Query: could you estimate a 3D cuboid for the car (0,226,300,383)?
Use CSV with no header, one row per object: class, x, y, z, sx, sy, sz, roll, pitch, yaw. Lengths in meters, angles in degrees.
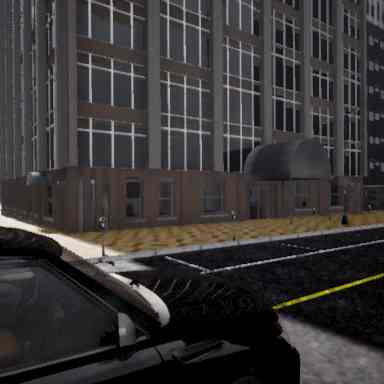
car,-1.681,1.230,2.235,5.566,2.045,2.150,0,0,-35
